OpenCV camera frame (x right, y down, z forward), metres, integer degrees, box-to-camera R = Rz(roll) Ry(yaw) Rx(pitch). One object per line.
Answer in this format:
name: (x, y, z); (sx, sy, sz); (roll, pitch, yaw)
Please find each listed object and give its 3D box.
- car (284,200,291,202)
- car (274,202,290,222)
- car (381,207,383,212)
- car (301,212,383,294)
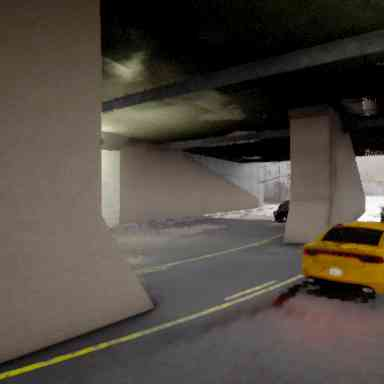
car: (11.994, 1.688, 40.539); (1.882, 1.535, 5.008); (-1, 0, 31)
car: (8.177, 1.742, 27.186); (1.895, 1.301, 4.718); (-1, 0, 30)
car: (16.653, 1.692, 27.409); (1.895, 1.301, 4.718); (-1, 0, 31)
car: (4.633, 1.513, 8.745); (1.882, 1.535, 5.008); (0, 0, 42)
